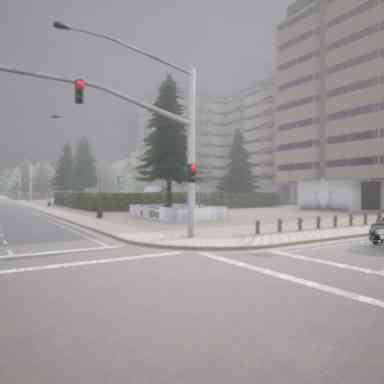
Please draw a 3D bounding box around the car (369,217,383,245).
[{"bbox_3d":[9.535,1.492,14.184,4.902,1.511,2.128,0,0,-32],"label":"car"}]
